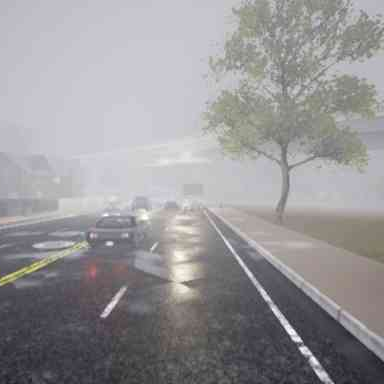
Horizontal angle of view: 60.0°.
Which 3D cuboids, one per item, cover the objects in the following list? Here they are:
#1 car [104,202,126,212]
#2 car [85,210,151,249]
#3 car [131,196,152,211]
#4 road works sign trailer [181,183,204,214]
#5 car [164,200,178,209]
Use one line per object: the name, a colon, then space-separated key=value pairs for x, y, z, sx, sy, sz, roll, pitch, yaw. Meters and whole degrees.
car: x=-9.838 y=1.909 z=42.674 sx=1.895 sy=1.301 sz=4.718 roll=0 pitch=0 yaw=0
car: x=-3.152 y=1.706 z=14.961 sx=1.895 sy=1.301 sz=4.718 roll=0 pitch=0 yaw=0
car: x=-6.585 y=1.541 z=43.981 sx=2.150 sy=2.045 sz=5.566 roll=0 pitch=-1 yaw=0
road works sign trailer: x=0.133 y=0.746 z=39.432 sx=2.380 sy=3.560 sz=2.880 roll=0 pitch=0 yaw=-3
car: x=-3.194 y=1.942 z=51.730 sx=1.994 sy=1.385 sz=4.181 roll=0 pitch=0 yaw=0
